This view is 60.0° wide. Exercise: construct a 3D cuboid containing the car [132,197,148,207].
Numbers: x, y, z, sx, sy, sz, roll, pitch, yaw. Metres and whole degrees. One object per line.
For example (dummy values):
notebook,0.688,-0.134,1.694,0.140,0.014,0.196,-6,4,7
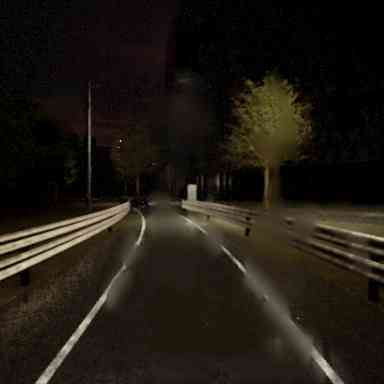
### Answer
car,-8.179,1.493,52.006,1.882,1.535,5.008,0,0,-19
